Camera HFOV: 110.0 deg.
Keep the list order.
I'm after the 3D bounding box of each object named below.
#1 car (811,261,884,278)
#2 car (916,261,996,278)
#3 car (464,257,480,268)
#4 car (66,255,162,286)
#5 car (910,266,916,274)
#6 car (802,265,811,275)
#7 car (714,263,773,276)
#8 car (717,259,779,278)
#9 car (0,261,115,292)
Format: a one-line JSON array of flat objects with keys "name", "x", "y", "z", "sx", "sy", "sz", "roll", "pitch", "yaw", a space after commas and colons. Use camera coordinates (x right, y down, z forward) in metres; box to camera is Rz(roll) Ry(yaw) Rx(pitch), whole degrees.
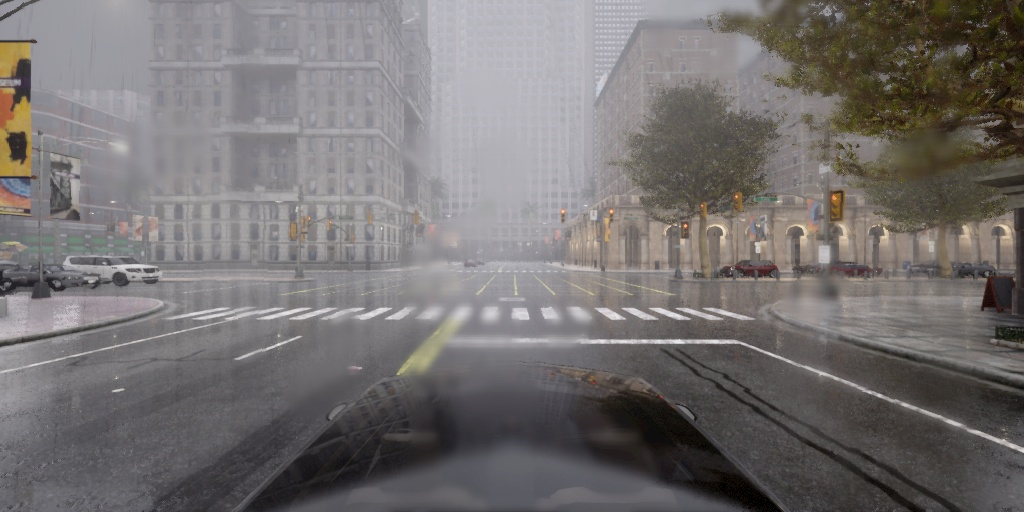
[{"name": "car", "x": 30.385, "y": 1.350, "z": 32.413, "sx": 4.718, "sy": 1.301, "sz": 1.895, "roll": 0, "pitch": 0, "yaw": 0}, {"name": "car", "x": 40.372, "y": 1.241, "z": 32.352, "sx": 4.902, "sy": 1.511, "sz": 2.128, "roll": 0, "pitch": 0, "yaw": 1}, {"name": "car", "x": -7.094, "y": 1.226, "z": 61.545, "sx": 1.882, "sy": 1.535, "sz": 5.008, "roll": 0, "pitch": 0, "yaw": 0}, {"name": "car", "x": -27.379, "y": 0.971, "z": 24.541, "sx": 5.566, "sy": 2.045, "sz": 2.150, "roll": 0, "pitch": 0, "yaw": 2}, {"name": "car", "x": 42.800, "y": 1.241, "z": 35.834, "sx": 4.902, "sy": 1.511, "sz": 2.128, "roll": 0, "pitch": 0, "yaw": 1}, {"name": "car", "x": 32.483, "y": 1.254, "z": 35.901, "sx": 4.892, "sy": 1.490, "sz": 1.837, "roll": 0, "pitch": 0, "yaw": 0}, {"name": "car", "x": 23.159, "y": 1.350, "z": 35.951, "sx": 4.718, "sy": 1.301, "sz": 1.895, "roll": 0, "pitch": 0, "yaw": 0}, {"name": "car", "x": 21.397, "y": 1.101, "z": 32.460, "sx": 4.553, "sy": 1.767, "sz": 2.097, "roll": 0, "pitch": 0, "yaw": 0}, {"name": "car", "x": -27.059, "y": 1.241, "z": 21.024, "sx": 4.902, "sy": 1.511, "sz": 2.128, "roll": 0, "pitch": 0, "yaw": 0}]
